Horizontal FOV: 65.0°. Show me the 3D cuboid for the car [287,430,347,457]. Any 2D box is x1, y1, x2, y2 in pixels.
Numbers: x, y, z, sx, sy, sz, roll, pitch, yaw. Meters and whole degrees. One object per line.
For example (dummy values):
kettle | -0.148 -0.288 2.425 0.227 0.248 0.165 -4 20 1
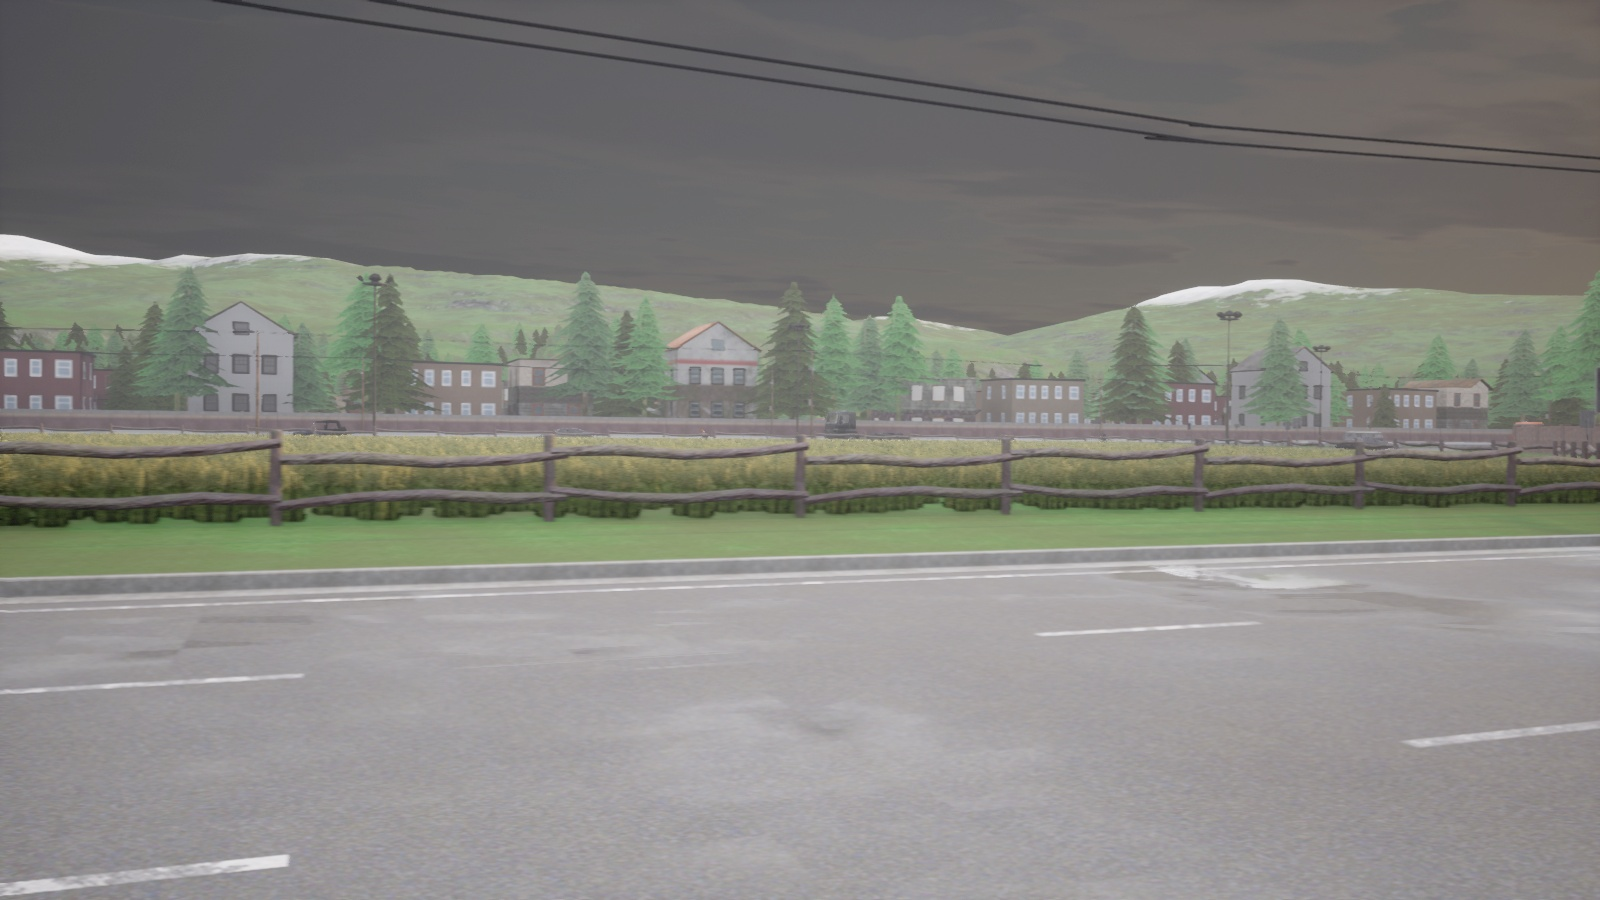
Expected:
car | -34.512 -0.493 89.752 3.866 1.878 1.905 -1 1 -24
